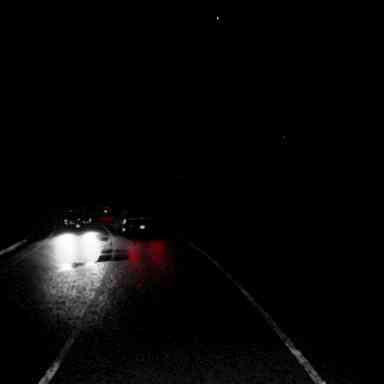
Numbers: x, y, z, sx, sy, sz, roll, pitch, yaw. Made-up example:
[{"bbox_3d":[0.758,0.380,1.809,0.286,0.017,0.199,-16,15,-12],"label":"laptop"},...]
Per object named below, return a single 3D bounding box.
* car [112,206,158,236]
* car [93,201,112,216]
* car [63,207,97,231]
[{"bbox_3d":[-3.215,1.586,19.182,2.128,1.511,4.902,-2,0,-16],"label":"car"},{"bbox_3d":[-10.138,1.843,37.955,1.837,1.490,4.892,-2,0,-21],"label":"car"},{"bbox_3d":[-7.914,1.875,23.048,1.895,1.301,4.718,-2,0,-19],"label":"car"}]
